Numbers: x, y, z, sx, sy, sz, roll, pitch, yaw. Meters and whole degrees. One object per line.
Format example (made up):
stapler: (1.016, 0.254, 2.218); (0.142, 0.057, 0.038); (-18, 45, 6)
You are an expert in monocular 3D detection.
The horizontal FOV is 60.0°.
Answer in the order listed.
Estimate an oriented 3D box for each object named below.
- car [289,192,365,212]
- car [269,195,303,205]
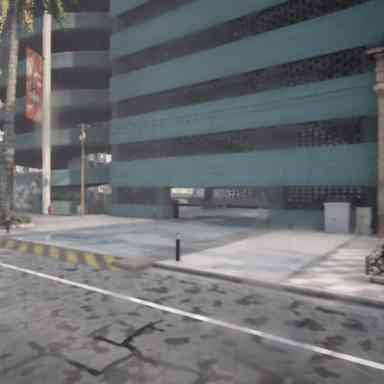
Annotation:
car: (9.654, 1.018, 23.173); (5.566, 2.045, 2.435); (0, 0, 36)
car: (14.559, 1.270, 51.634); (4.674, 1.452, 2.002); (0, 0, 36)
